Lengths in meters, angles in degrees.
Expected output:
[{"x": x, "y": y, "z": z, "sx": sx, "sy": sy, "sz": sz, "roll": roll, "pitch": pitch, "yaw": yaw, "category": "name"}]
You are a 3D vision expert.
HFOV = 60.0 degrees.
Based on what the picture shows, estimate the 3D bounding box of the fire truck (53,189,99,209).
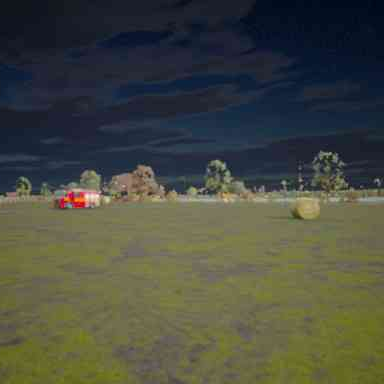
[{"x": -21.994, "y": 1.324, "z": 63.716, "sx": 2.891, "sy": 3.827, "sz": 8.468, "roll": -1, "pitch": -1, "yaw": 35, "category": "fire truck"}]
